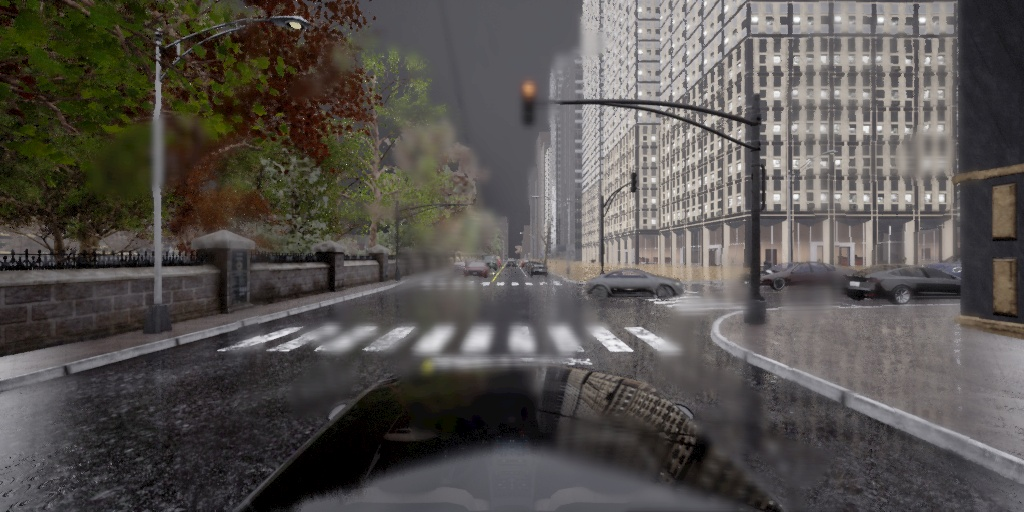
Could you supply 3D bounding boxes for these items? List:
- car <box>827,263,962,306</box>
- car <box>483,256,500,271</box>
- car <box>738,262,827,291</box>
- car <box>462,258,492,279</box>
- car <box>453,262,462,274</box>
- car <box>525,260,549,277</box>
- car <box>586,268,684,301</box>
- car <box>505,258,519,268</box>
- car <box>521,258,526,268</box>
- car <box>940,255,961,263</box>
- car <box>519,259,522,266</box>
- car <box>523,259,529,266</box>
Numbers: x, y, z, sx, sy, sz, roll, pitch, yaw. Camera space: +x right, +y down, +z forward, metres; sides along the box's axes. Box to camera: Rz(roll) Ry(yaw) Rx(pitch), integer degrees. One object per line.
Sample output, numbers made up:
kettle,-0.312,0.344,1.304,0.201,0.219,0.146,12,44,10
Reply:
car,14.663,1.026,13.160,4.313,1.339,1.948,0,0,0
car,-3.186,0.998,50.409,2.150,2.045,5.566,0,0,0
car,15.107,1.025,18.958,5.357,1.411,2.033,-1,0,0
car,-3.159,1.240,33.358,1.882,1.535,5.008,0,0,0
car,-5.766,1.350,41.337,1.802,1.307,4.207,0,0,0
car,2.625,1.330,35.720,1.948,1.339,4.313,0,0,0
car,5.551,1.262,16.475,4.181,1.385,1.994,-2,0,19
car,-0.116,1.294,62.551,1.837,1.490,4.892,0,0,0
car,2.604,1.338,46.985,1.948,1.339,4.313,0,0,0
car,24.505,0.669,19.025,4.553,1.767,2.097,-1,0,0
car,2.573,1.336,63.883,1.888,1.381,4.507,0,0,0
car,2.615,1.334,41.353,1.948,1.339,4.313,0,0,0
